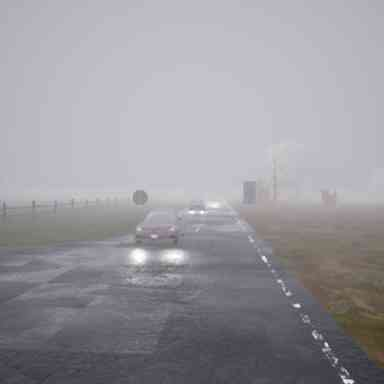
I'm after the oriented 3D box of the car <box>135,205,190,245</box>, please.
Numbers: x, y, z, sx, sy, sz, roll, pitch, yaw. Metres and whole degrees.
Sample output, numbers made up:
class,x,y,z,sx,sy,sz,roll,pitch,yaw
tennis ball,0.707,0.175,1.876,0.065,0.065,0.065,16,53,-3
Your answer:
class,x,y,z,sx,sy,sz,roll,pitch,yaw
car,-1.340,1.523,15.727,1.812,1.442,4.674,0,0,5

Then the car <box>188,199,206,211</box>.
class,x,y,z,sx,sy,sz,roll,pitch,yaw
car,0.625,1.548,40.519,1.994,1.385,4.181,0,0,5
